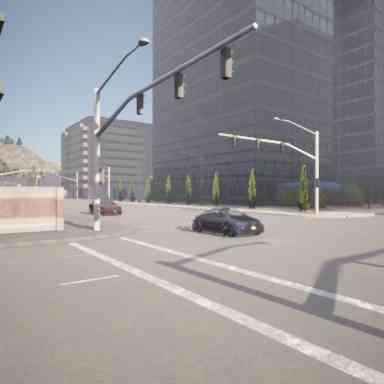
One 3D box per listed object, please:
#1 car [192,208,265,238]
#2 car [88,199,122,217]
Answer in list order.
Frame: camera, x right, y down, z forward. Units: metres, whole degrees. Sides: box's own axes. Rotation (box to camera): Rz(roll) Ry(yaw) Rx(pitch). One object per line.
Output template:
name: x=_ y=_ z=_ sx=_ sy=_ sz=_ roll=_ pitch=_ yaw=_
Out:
car: x=1.833 y=1.561 z=17.762 sx=1.994 sy=1.385 sz=4.181 roll=0 pitch=0 yaw=-36
car: x=-8.397 y=1.474 z=32.011 sx=1.882 sy=1.535 sz=5.008 roll=0 pitch=0 yaw=-36
